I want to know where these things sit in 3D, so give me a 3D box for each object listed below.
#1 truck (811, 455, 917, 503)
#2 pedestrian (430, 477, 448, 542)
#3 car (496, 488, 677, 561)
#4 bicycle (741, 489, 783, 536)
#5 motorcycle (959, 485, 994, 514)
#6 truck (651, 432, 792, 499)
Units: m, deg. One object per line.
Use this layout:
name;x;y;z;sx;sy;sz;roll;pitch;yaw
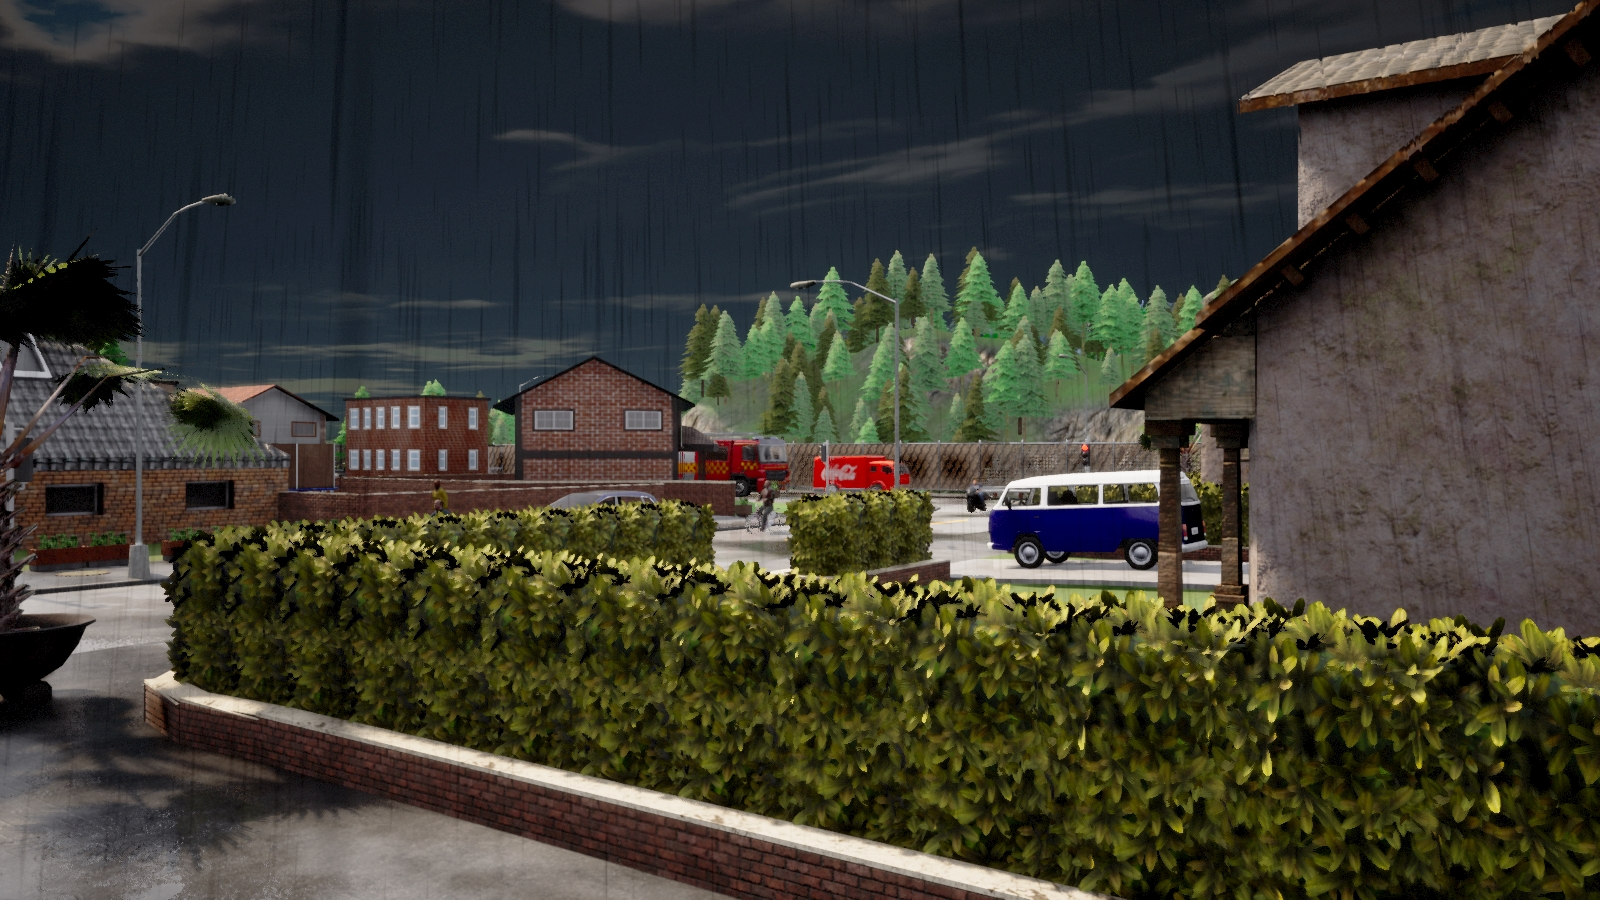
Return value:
truck;3.479;1.566;62.439;5.204;2.467;2.627;-1;-1;35
pedestrian;-10.569;1.732;33.449;0.375;1.860;0.375;0;0;33
car;-5.756;1.958;31.296;2.242;1.667;4.611;0;0;35
bicycle;-1.245;2.051;37.793;0.329;1.471;1.835;0;0;35
motorcycle;7.783;2.177;50.367;0.803;1.199;2.033;-2;-1;30
truck;-4.780;0.873;68.210;8.468;3.827;2.891;0;0;35
